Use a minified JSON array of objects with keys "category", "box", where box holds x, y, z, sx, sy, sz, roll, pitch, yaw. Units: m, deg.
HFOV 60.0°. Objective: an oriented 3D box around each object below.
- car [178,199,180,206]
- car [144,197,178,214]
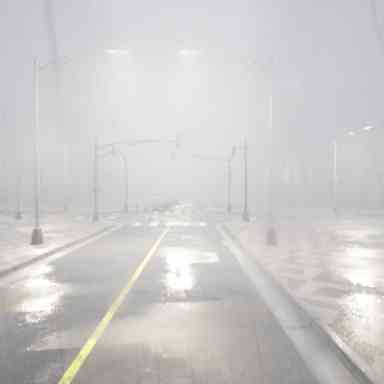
[{"category":"car","box":[-3.006,1.543,53.949,1.895,1.301,4.718,0,0,0]},{"category":"car","box":[-3.479,1.489,35.162,2.128,1.511,4.902,0,1,15]}]
